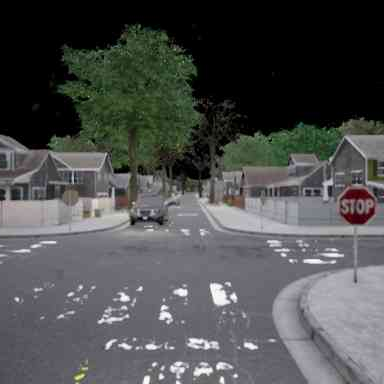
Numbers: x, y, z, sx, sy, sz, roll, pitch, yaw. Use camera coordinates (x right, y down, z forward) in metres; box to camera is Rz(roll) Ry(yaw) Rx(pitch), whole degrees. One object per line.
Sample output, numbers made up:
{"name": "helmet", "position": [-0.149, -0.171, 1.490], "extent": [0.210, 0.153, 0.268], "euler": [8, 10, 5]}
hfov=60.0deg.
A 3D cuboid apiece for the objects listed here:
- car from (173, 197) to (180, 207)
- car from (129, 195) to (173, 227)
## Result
{"name": "car", "position": [-2.856, 1.506, 51.074], "extent": [1.994, 1.385, 4.181], "euler": [0, 0, 0]}
{"name": "car", "position": [-2.826, 1.225, 23.184], "extent": [2.150, 2.045, 5.566], "euler": [0, 0, 1]}
